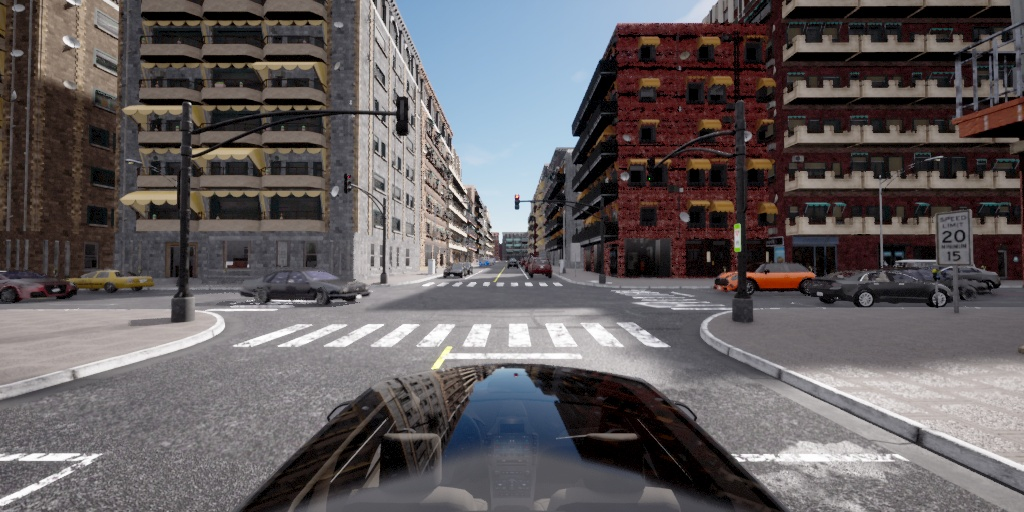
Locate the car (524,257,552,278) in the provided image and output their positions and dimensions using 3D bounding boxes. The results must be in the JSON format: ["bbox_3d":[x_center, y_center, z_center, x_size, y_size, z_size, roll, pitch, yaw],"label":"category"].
[{"bbox_3d":[2.604,1.076,33.772,2.192,1.841,5.009,0,0,0],"label":"car"}]

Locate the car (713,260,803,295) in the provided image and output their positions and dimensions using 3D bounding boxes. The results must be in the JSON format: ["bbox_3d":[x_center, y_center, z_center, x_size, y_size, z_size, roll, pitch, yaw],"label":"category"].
[{"bbox_3d":[13.224,1.102,18.929,4.553,1.767,2.097,0,-1,1],"label":"car"}]

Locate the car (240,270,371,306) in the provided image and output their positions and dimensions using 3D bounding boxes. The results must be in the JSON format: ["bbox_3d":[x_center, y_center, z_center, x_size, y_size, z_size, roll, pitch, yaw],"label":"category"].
[{"bbox_3d":[-8.797,1.282,15.259,5.357,1.411,2.033,0,-1,14],"label":"car"}]

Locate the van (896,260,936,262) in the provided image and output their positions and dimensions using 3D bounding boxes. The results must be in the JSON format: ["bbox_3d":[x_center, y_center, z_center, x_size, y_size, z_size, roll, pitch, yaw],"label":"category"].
[{"bbox_3d":[24.926,1.115,21.305,3.998,1.789,1.690,0,0,0],"label":"van"}]

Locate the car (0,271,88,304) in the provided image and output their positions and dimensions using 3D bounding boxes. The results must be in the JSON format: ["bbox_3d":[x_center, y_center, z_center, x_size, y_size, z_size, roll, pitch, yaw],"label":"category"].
[{"bbox_3d":[-22.414,1.355,16.073,4.181,1.385,1.994,0,-1,0],"label":"car"}]

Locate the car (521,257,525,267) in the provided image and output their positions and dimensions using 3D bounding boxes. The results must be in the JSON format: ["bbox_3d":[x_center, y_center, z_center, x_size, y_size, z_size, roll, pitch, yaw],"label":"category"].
[{"bbox_3d":[2.617,1.086,44.895,2.192,1.841,5.009,0,0,0],"label":"car"}]

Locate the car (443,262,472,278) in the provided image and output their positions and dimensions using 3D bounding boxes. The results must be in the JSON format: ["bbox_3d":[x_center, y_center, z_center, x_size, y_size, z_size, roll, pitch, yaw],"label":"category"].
[{"bbox_3d":[-5.277,1.328,33.736,1.948,1.339,4.313,0,0,0],"label":"car"}]

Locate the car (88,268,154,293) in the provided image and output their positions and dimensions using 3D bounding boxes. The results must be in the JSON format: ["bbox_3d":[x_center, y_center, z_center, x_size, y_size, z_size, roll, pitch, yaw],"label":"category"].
[{"bbox_3d":[-24.420,1.436,21.481,4.829,1.417,1.751,0,0,0],"label":"car"}]

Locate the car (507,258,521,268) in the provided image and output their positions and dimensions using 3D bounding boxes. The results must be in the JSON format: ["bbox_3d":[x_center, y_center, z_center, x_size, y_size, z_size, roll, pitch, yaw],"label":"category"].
[{"bbox_3d":[0.169,1.319,61.182,1.837,1.490,4.892,0,0,0],"label":"car"}]

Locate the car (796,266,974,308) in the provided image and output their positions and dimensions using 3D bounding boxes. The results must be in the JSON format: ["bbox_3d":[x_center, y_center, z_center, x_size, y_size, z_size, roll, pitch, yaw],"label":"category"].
[{"bbox_3d":[13.759,1.185,13.466,4.403,1.370,2.007,0,0,0],"label":"car"}]

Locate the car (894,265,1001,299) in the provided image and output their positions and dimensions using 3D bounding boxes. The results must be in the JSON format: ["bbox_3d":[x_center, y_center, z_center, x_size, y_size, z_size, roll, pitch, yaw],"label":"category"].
[{"bbox_3d":[17.515,1.224,15.931,5.357,1.411,2.033,0,-1,0],"label":"car"}]

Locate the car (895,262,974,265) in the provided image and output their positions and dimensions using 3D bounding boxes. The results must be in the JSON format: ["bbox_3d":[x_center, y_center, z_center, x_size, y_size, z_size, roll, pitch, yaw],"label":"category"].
[{"bbox_3d":[22.419,1.220,18.865,4.902,1.511,2.128,0,-1,0],"label":"car"}]
